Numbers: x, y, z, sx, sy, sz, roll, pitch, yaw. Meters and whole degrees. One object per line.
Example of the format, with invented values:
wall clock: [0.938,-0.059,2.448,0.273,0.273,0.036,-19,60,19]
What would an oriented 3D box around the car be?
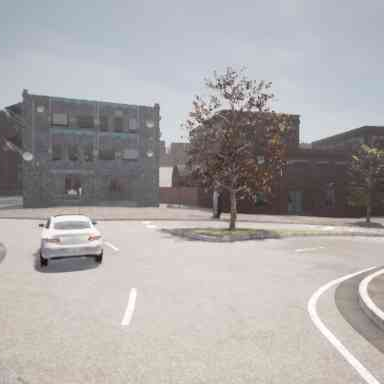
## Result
car: [-4.276,1.506,11.604,1.812,1.442,4.674,0,0,-24]
